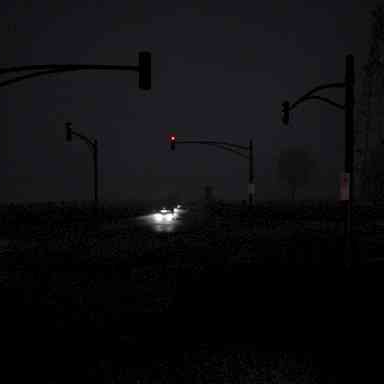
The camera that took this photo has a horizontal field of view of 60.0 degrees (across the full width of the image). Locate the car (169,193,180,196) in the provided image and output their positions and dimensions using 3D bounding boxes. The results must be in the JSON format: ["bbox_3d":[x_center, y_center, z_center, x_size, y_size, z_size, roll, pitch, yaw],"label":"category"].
[{"bbox_3d":[-3.060,1.218,57.828,2.150,2.045,5.566,0,0,0],"label":"car"}]

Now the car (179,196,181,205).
[{"bbox_3d":[-3.013,1.596,47.476,1.895,1.301,4.718,0,0,0],"label":"car"}]

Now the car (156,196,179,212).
[{"bbox_3d":[-2.961,1.486,37.661,2.128,1.511,4.902,0,0,-1],"label":"car"}]

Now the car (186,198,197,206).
[{"bbox_3d":[-0.109,1.596,55.895,1.895,1.301,4.718,0,0,0],"label":"car"}]
